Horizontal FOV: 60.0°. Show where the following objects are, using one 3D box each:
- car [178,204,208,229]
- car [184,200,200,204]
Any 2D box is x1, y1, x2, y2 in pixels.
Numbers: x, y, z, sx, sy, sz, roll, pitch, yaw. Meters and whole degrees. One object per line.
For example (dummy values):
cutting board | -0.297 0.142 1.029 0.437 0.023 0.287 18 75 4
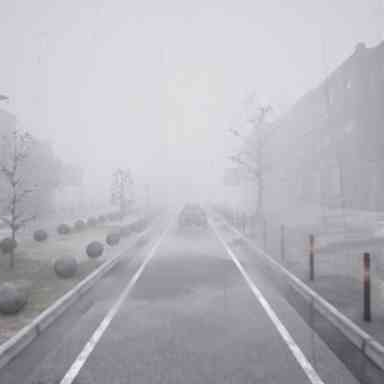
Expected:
car | 0.052 1.744 22.624 1.895 1.301 4.718 0 0 0
car | 0.012 1.734 40.637 1.882 1.535 5.008 0 0 0
